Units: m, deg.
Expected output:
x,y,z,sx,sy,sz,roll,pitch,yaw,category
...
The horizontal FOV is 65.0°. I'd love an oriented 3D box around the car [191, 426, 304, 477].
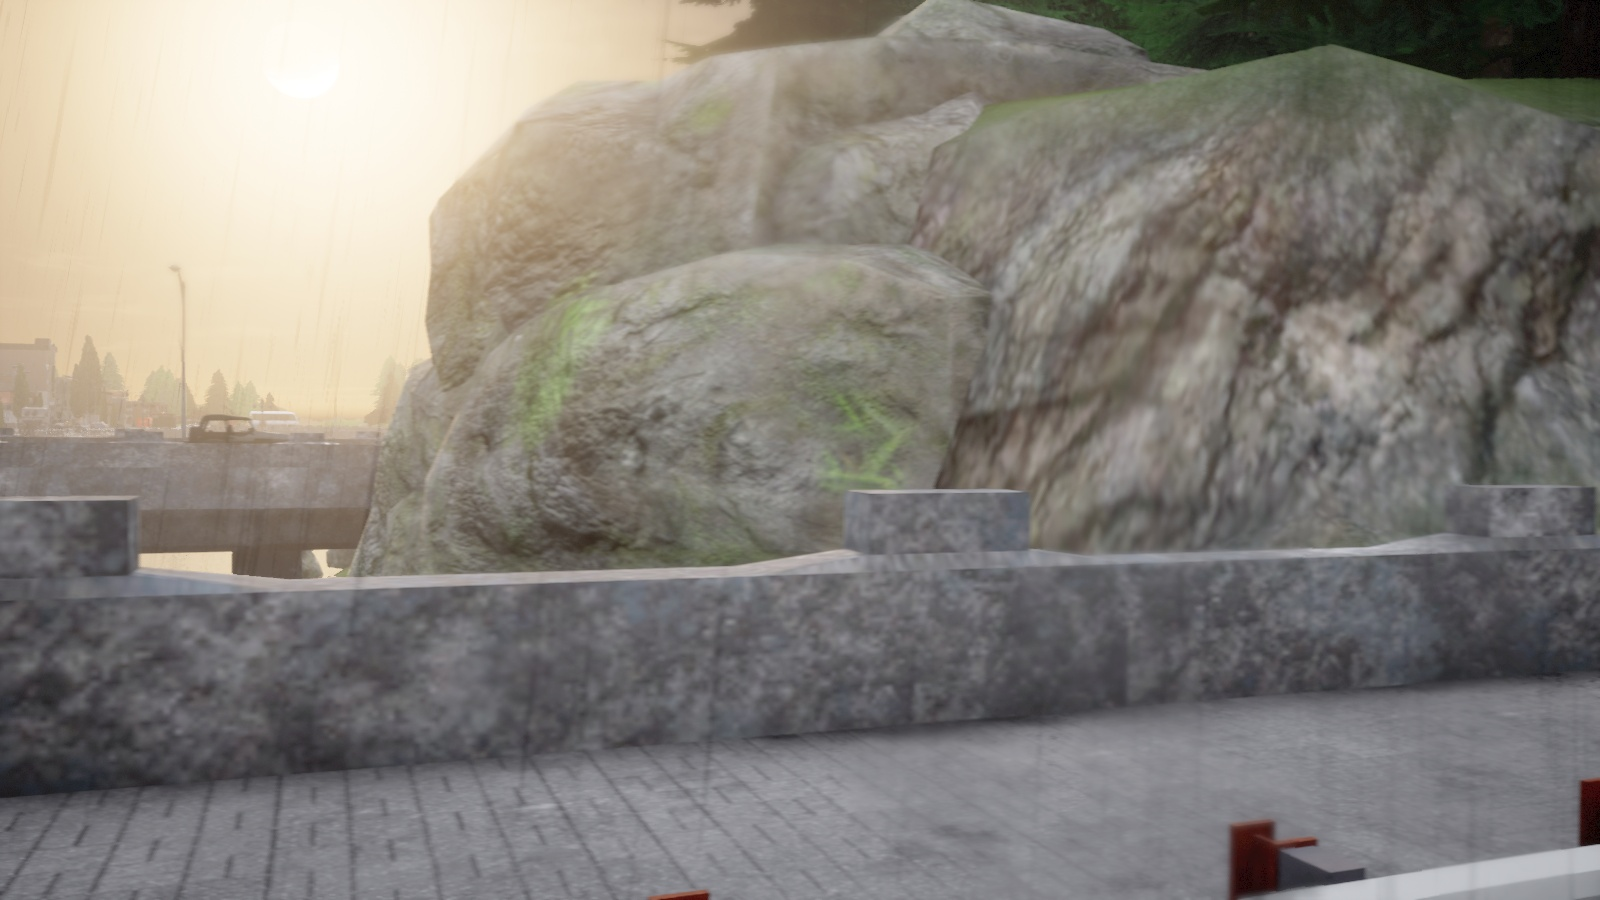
x,y,z,sx,sy,sz,roll,pitch,yaw,category
-21.330,0.033,48.622,3.866,1.878,1.905,-1,1,-21,car
